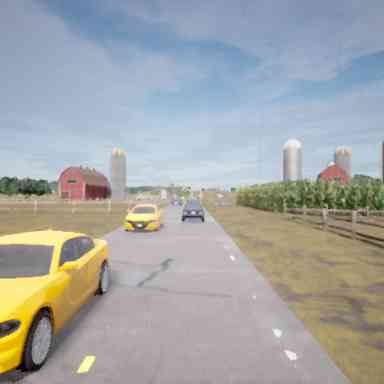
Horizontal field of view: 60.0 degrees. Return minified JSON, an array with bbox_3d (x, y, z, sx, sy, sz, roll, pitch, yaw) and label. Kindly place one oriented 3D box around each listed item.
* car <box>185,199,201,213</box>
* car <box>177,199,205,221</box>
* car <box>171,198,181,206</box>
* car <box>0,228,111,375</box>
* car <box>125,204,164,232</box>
[{"bbox_3d":[0.087,1.629,40.715,1.837,1.490,4.892,0,0,0],"label":"car"},{"bbox_3d":[0.092,1.591,27.243,2.033,1.411,5.357,0,0,0],"label":"car"},{"bbox_3d":[-2.770,1.817,60.526,1.812,1.442,4.674,0,-1,1],"label":"car"},{"bbox_3d":[-2.842,1.481,5.878,1.882,1.535,5.008,0,0,0],"label":"car"},{"bbox_3d":[-2.834,1.498,20.498,1.882,1.535,5.008,0,1,0],"label":"car"}]
